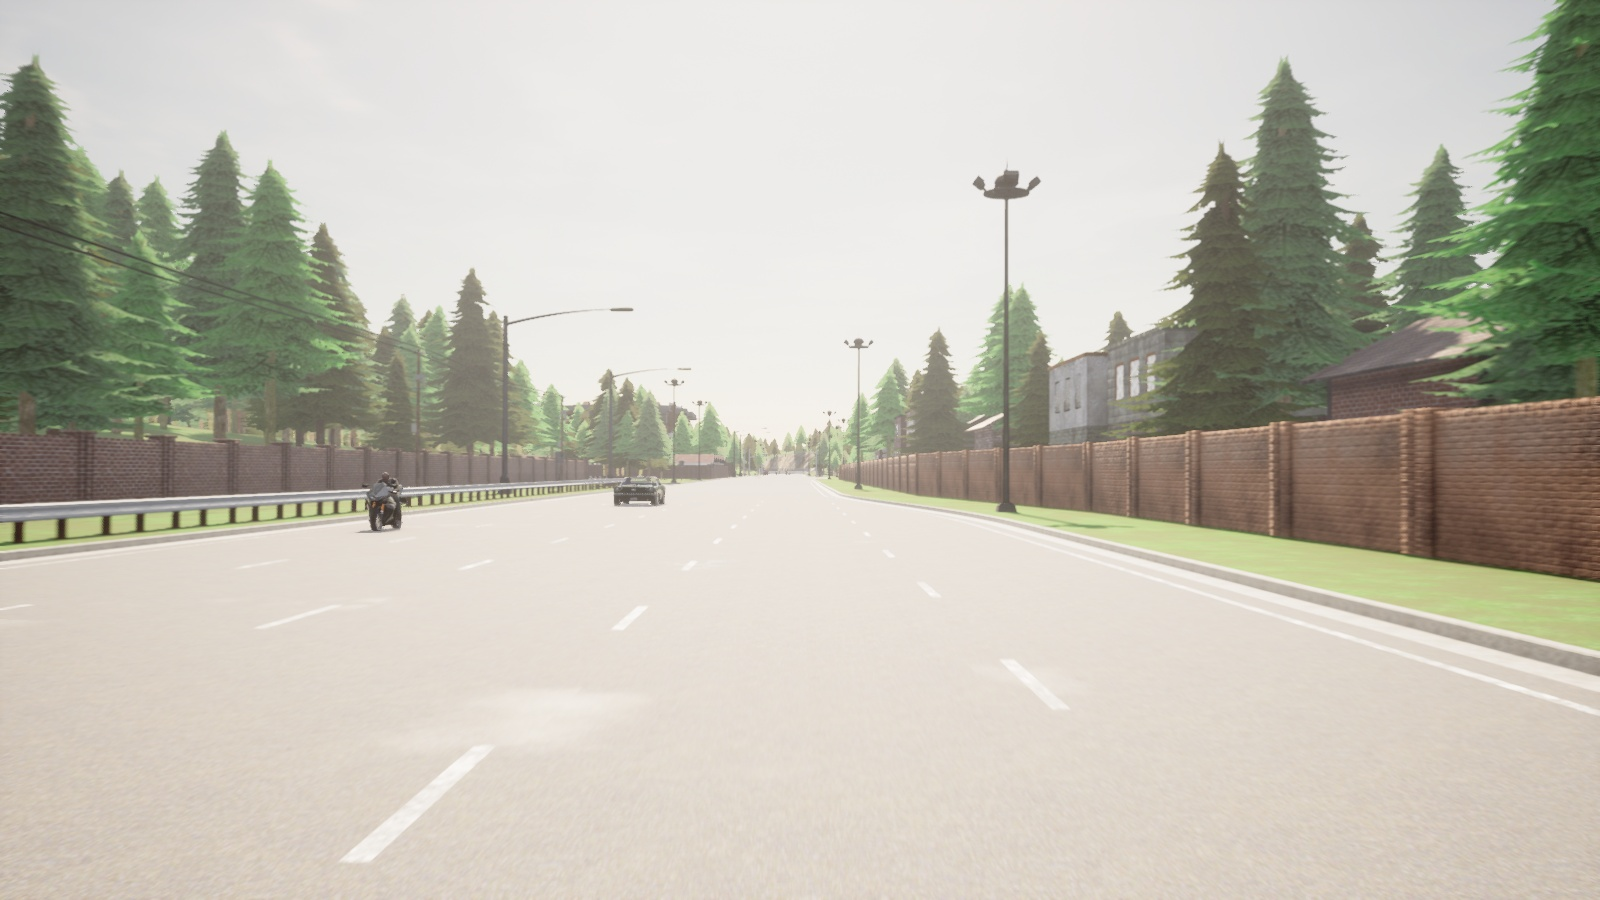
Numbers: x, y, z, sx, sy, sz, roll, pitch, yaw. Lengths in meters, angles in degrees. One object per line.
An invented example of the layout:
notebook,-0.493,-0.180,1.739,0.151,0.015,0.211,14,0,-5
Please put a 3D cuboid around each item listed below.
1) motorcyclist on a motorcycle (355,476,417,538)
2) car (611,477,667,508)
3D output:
motorcyclist on a motorcycle,-10.578,1.428,32.170,0.866,1.530,2.191,0,-1,0
car,-7.137,1.880,56.140,1.895,1.301,4.718,0,-1,0
